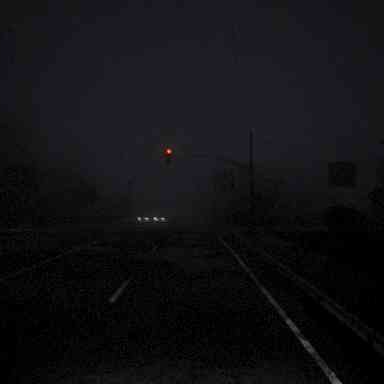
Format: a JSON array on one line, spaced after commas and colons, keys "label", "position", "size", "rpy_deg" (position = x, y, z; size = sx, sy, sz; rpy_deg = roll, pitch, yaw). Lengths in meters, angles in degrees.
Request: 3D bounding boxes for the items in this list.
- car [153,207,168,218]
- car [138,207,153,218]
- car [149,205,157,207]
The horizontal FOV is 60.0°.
[{"label": "car", "position": [-6.984, 4.791, 73.298], "size": [2.097, 1.767, 4.553], "rpy_deg": [0, -1, 0]}, {"label": "car", "position": [-10.484, 4.791, 73.286], "size": [2.097, 1.767, 4.553], "rpy_deg": [0, -1, 0]}, {"label": "car", "position": [-10.486, 4.534, 88.691], "size": [2.150, 2.045, 5.566], "rpy_deg": [0, -1, 0]}]
